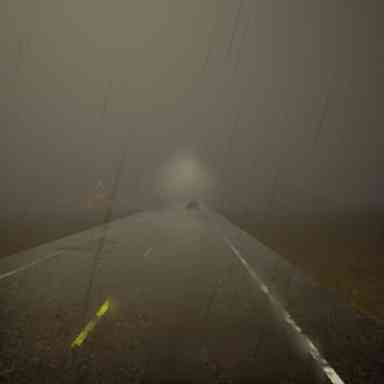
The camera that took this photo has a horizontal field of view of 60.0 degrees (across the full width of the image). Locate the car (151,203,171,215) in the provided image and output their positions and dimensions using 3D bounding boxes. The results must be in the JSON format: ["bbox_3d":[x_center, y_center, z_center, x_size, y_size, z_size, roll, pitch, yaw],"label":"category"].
[{"bbox_3d":[-3.560,1.953,38.998,1.994,1.385,4.181,0,-1,0],"label":"car"}]

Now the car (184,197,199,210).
[{"bbox_3d":[0.143,2.008,52.999,1.882,1.535,5.008,0,-1,0],"label":"car"}]
